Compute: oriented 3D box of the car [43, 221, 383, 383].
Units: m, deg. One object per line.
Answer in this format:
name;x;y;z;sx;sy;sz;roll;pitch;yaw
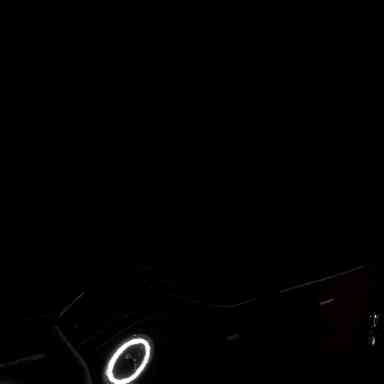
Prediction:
car;0.562;1.341;4.385;4.553;1.767;2.097;0;0;-35
